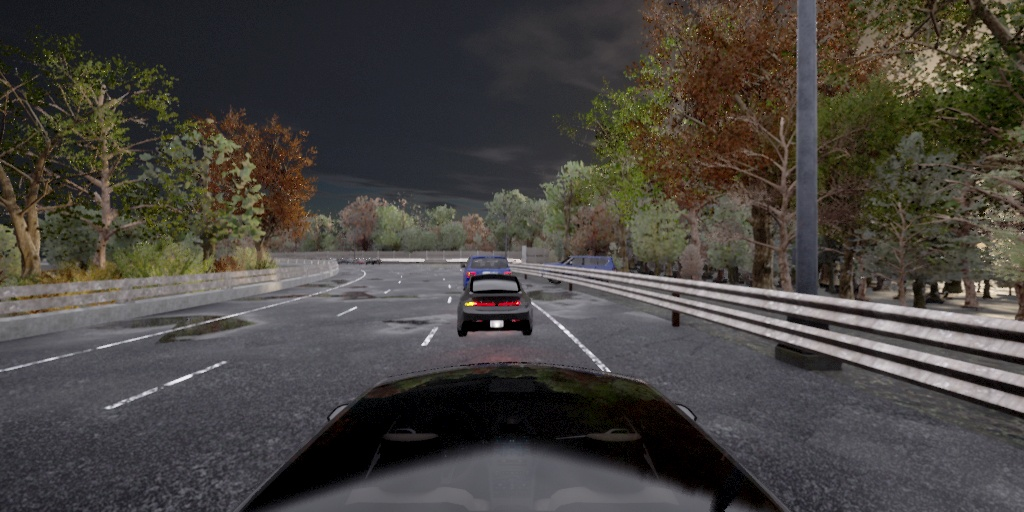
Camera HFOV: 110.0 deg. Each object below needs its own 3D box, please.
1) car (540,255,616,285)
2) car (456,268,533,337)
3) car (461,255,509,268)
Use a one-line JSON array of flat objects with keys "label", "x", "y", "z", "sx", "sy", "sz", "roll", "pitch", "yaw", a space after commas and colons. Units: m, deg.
[{"label": "car", "x": 4.816, "y": 0.966, "z": 26.138, "sx": 5.566, "sy": 2.045, "sz": 2.150, "roll": 3, "pitch": 2, "yaw": -5}, {"label": "car", "x": -0.552, "y": 1.254, "z": 10.349, "sx": 1.837, "sy": 1.490, "sz": 4.892, "roll": 0, "pitch": 0, "yaw": -5}, {"label": "car", "x": -1.321, "y": 0.970, "z": 17.824, "sx": 2.150, "sy": 2.045, "sz": 5.566, "roll": 0, "pitch": 0, "yaw": -9}]
